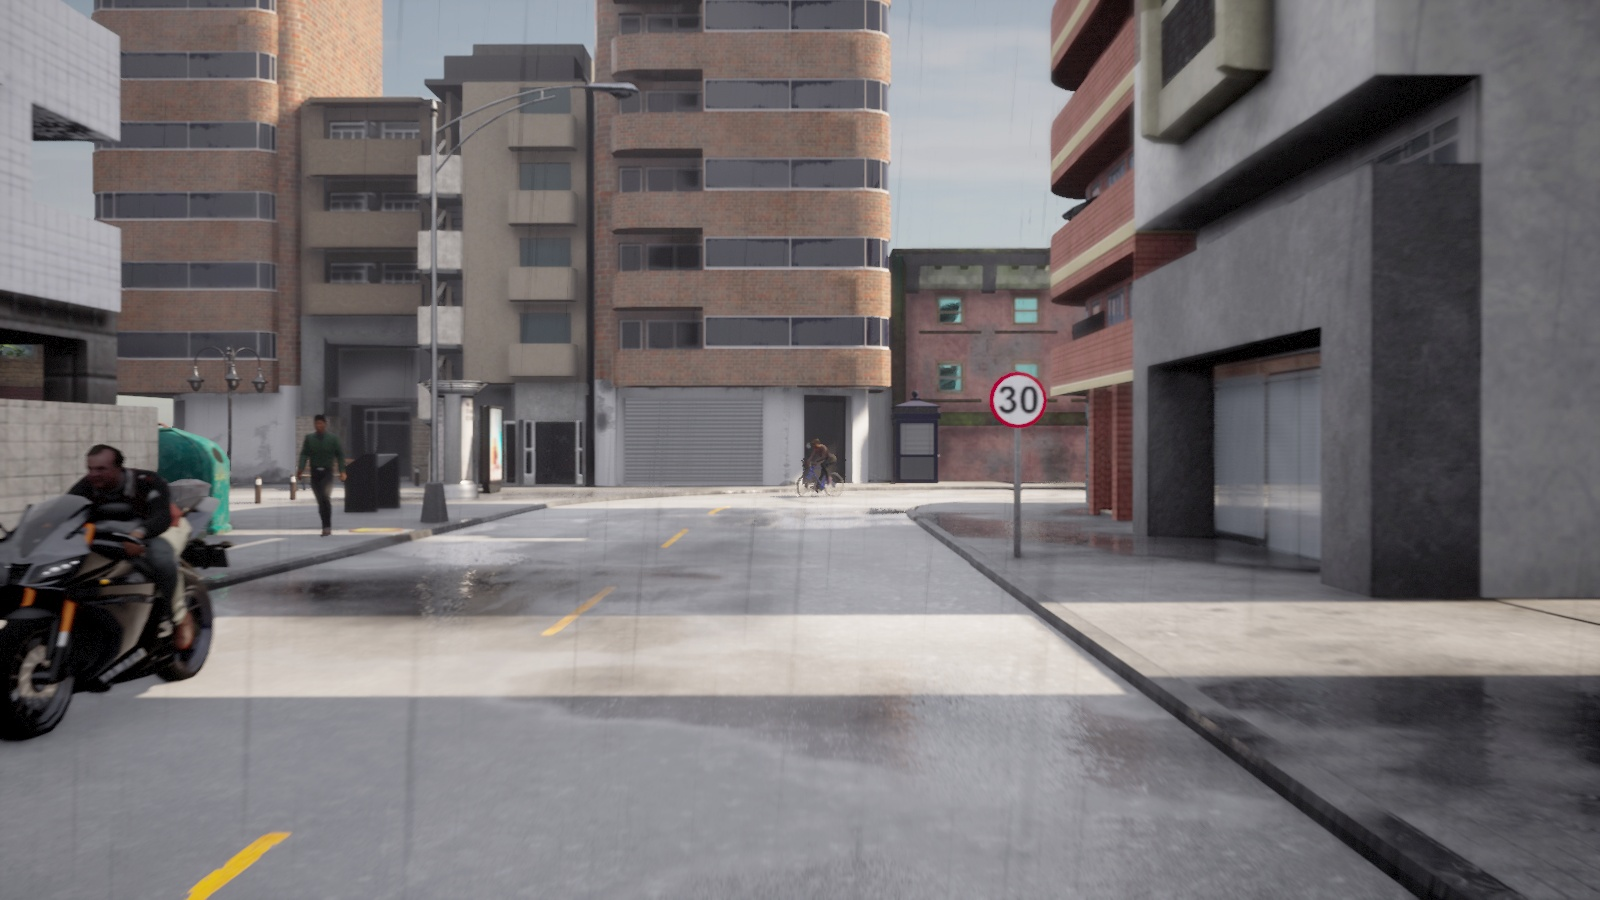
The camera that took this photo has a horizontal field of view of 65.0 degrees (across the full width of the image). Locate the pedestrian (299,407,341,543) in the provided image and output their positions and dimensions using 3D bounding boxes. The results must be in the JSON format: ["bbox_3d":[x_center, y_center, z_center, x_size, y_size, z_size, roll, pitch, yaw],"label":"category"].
[{"bbox_3d":[-7.019,0.350,18.388,0.423,1.949,0.788,0,0,-9],"label":"pedestrian"}]

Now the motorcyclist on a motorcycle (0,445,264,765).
[{"bbox_3d":[-3.944,0.740,7.111,0.866,1.530,2.191,0,0,0],"label":"motorcyclist on a motorcycle"}]

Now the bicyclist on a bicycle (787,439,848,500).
[{"bbox_3d":[0.482,0.515,34.336,1.656,1.620,0.582,-1,2,-38],"label":"bicyclist on a bicycle"}]
